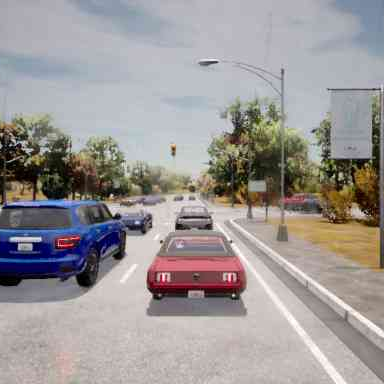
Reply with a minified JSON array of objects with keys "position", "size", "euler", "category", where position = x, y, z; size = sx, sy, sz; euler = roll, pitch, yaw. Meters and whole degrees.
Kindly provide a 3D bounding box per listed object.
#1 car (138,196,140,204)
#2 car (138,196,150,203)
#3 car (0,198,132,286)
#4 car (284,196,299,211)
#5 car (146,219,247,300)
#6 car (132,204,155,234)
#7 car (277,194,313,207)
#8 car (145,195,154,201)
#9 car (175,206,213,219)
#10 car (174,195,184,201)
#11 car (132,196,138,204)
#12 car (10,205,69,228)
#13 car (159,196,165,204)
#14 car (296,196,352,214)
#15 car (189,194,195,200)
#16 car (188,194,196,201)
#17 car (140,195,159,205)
[{"position":[-10.538,1.525,63.806],"size":[1.812,1.442,4.674],"euler":[0,0,1],"category":"car"},{"position":[-10.490,1.552,72.530],"size":[1.994,1.385,4.181],"euler":[0,0,0],"category":"car"},{"position":[-3.403,1.221,9.507],"size":[2.150,2.045,5.566],"euler":[0,0,0],"category":"car"},{"position":[13.401,1.505,37.865],"size":[4.892,1.490,1.837],"euler":[0,0,3],"category":"car"},{"position":[0.104,1.601,8.353],"size":[1.895,1.301,4.718],"euler":[0,0,0],"category":"car"},{"position":[-3.398,1.601,19.261],"size":[1.895,1.301,4.718],"euler":[0,0,0],"category":"car"},{"position":[13.448,1.221,41.382],"size":[5.566,2.045,2.150],"euler":[0,0,4],"category":"car"},{"position":[-10.489,1.523,82.558],"size":[1.812,1.442,4.674],"euler":[0,0,0],"category":"car"},{"position":[0.103,1.491,17.623],"size":[2.128,1.511,4.902],"euler":[0,0,0],"category":"car"},{"position":[-3.489,1.525,82.334],"size":[2.128,1.511,4.902],"euler":[0,0,0],"category":"car"},{"position":[-10.580,1.601,54.771],"size":[1.895,1.301,4.718],"euler":[0,0,0],"category":"car"},{"position":[-10.268,1.601,22.878],"size":[1.895,1.301,4.718],"euler":[0,0,0],"category":"car"},{"position":[-7.023,1.477,65.467],"size":[1.882,1.535,5.008],"euler":[0,0,1],"category":"car"},{"position":[13.751,1.477,34.148],"size":[5.008,1.535,1.882],"euler":[0,0,3],"category":"car"},{"position":[0.013,1.360,95.509],"size":[1.882,1.535,5.008],"euler":[0,0,0],"category":"car"},{"position":[0.011,1.533,85.090],"size":[2.033,1.411,5.357],"euler":[0,0,0],"category":"car"},{"position":[-7.074,1.526,56.137],"size":[1.812,1.442,4.674],"euler":[0,0,0],"category":"car"}]
